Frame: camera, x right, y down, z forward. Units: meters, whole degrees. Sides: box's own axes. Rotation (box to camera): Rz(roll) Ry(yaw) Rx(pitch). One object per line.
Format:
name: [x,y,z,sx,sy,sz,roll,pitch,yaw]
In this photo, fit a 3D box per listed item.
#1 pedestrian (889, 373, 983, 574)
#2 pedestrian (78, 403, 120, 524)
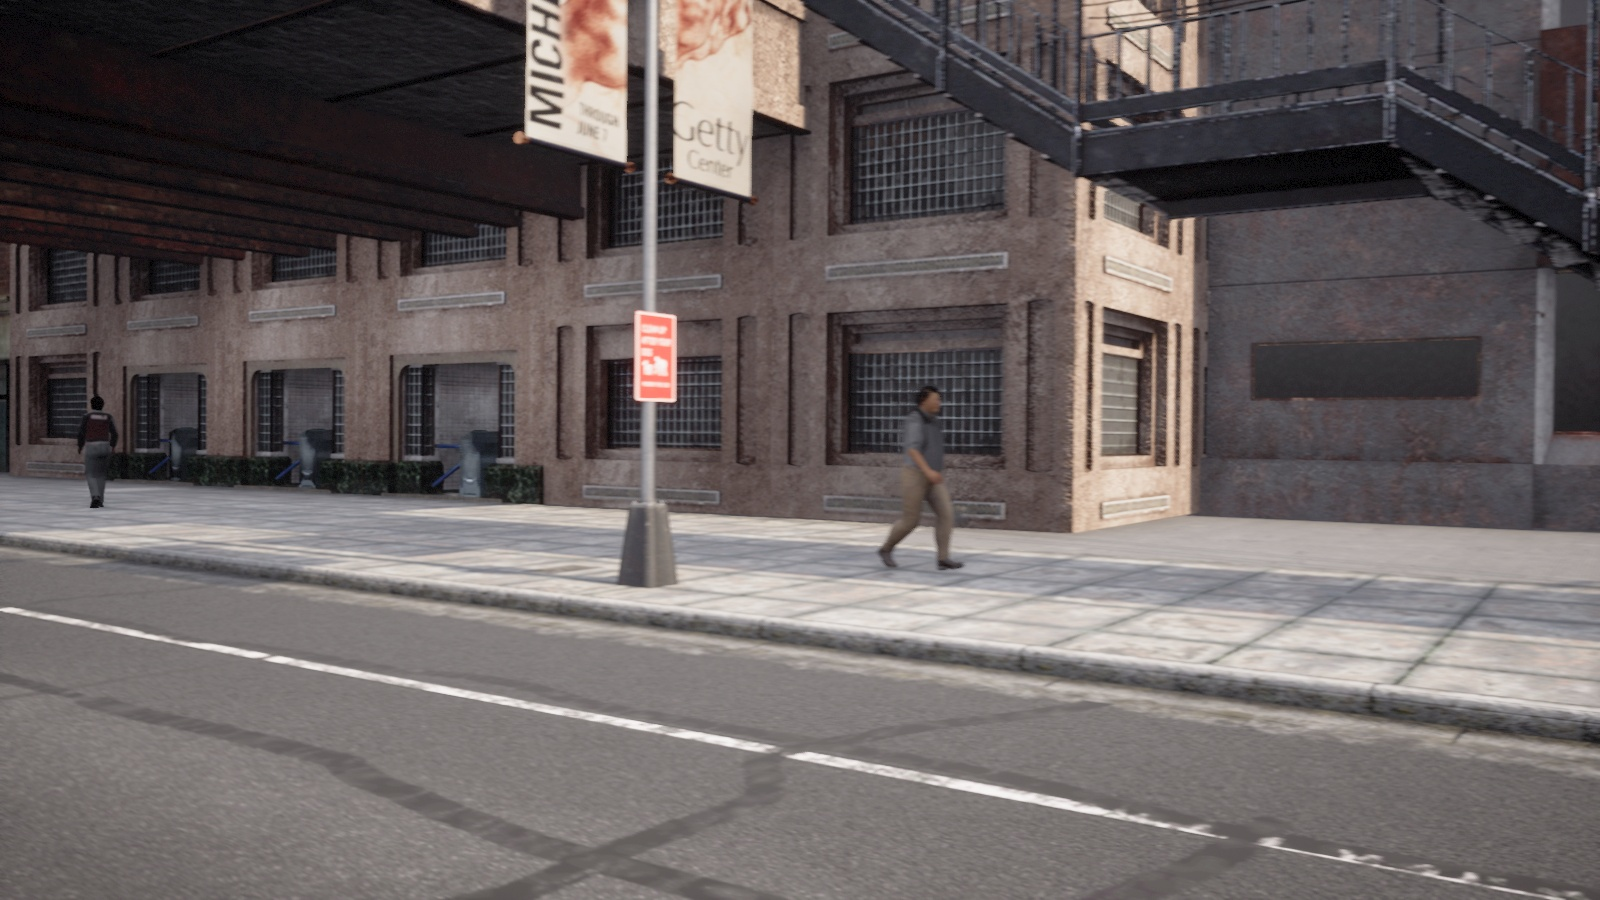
pedestrian: [1.302,0.213,12.002,0.540,1.848,0.694,-1,1,-45]
pedestrian: [-11.448,0.213,20.505,0.402,1.930,0.666,-1,1,-45]
